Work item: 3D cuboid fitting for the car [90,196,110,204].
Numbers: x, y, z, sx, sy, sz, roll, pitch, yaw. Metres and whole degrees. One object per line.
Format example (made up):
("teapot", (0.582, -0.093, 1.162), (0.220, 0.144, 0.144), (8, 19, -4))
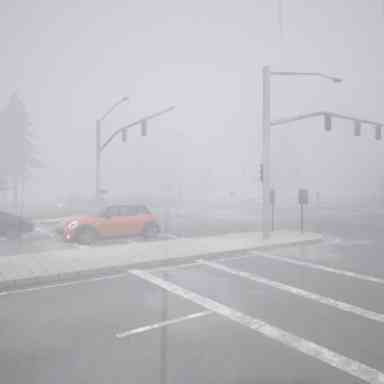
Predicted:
("car", (-17.346, 1.491, 62.786), (2.128, 1.511, 4.902), (0, 0, -35))

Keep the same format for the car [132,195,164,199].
("car", (-6.255, 1.505, 46.869), (1.837, 1.490, 4.892), (0, 0, -35))

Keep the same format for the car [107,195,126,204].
("car", (-14.795, 1.477, 65.274), (1.882, 1.535, 5.008), (0, 0, -34))

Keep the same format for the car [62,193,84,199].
("car", (-17.717, 1.221, 51.024), (2.150, 2.045, 5.566), (0, 0, -35))

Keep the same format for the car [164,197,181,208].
("car", (-3.472, 1.505, 48.997), (1.837, 1.490, 4.892), (0, 0, -35))

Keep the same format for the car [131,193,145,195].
("car", (-9.009, 1.222, 56.921), (2.150, 2.045, 5.566), (0, 0, -35))

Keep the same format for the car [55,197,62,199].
("car", (-23.411, 1.564, 59.244), (1.994, 1.385, 4.181), (0, 0, -34))

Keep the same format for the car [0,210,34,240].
("car", (-9.866, 1.525, 15.360), (4.674, 1.442, 1.812), (0, 0, -35))

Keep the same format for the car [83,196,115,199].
("car", (-12.056, 1.505, 42.947), (1.837, 1.490, 4.892), (0, 0, -35))

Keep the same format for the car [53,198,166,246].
("car", (-3.797, 1.352, 15.362), (4.553, 1.767, 2.097), (0, 0, -35))

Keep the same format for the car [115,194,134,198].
("car", (-11.495, 1.505, 54.362), (1.837, 1.490, 4.892), (0, 0, -35))
